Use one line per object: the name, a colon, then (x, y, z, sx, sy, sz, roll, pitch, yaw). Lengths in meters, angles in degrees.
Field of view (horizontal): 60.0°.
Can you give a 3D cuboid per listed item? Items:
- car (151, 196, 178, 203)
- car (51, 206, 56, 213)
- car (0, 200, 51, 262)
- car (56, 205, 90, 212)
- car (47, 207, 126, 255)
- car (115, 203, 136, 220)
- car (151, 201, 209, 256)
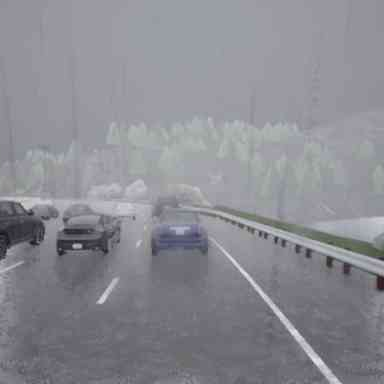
car: (-2.323, 1.396, 29.055, 2.150, 2.045, 5.566, 0, 0, -9)
car: (-12.946, 1.755, 28.960, 1.994, 1.385, 4.181, 0, 0, -9)
car: (-7.478, 1.309, 12.464, 2.150, 2.045, 5.566, 0, 0, -4)
car: (-9.083, 1.720, 26.986, 2.033, 1.411, 5.357, 0, 0, -9)
car: (-4.068, 1.593, 13.713, 1.837, 1.490, 4.892, 0, 0, -4)
car: (-6.063, 1.712, 30.259, 1.812, 1.442, 4.674, 0, 0, -9)
car: (-0.568, 1.433, 13.785, 2.097, 1.767, 4.553, 0, 0, -4)
